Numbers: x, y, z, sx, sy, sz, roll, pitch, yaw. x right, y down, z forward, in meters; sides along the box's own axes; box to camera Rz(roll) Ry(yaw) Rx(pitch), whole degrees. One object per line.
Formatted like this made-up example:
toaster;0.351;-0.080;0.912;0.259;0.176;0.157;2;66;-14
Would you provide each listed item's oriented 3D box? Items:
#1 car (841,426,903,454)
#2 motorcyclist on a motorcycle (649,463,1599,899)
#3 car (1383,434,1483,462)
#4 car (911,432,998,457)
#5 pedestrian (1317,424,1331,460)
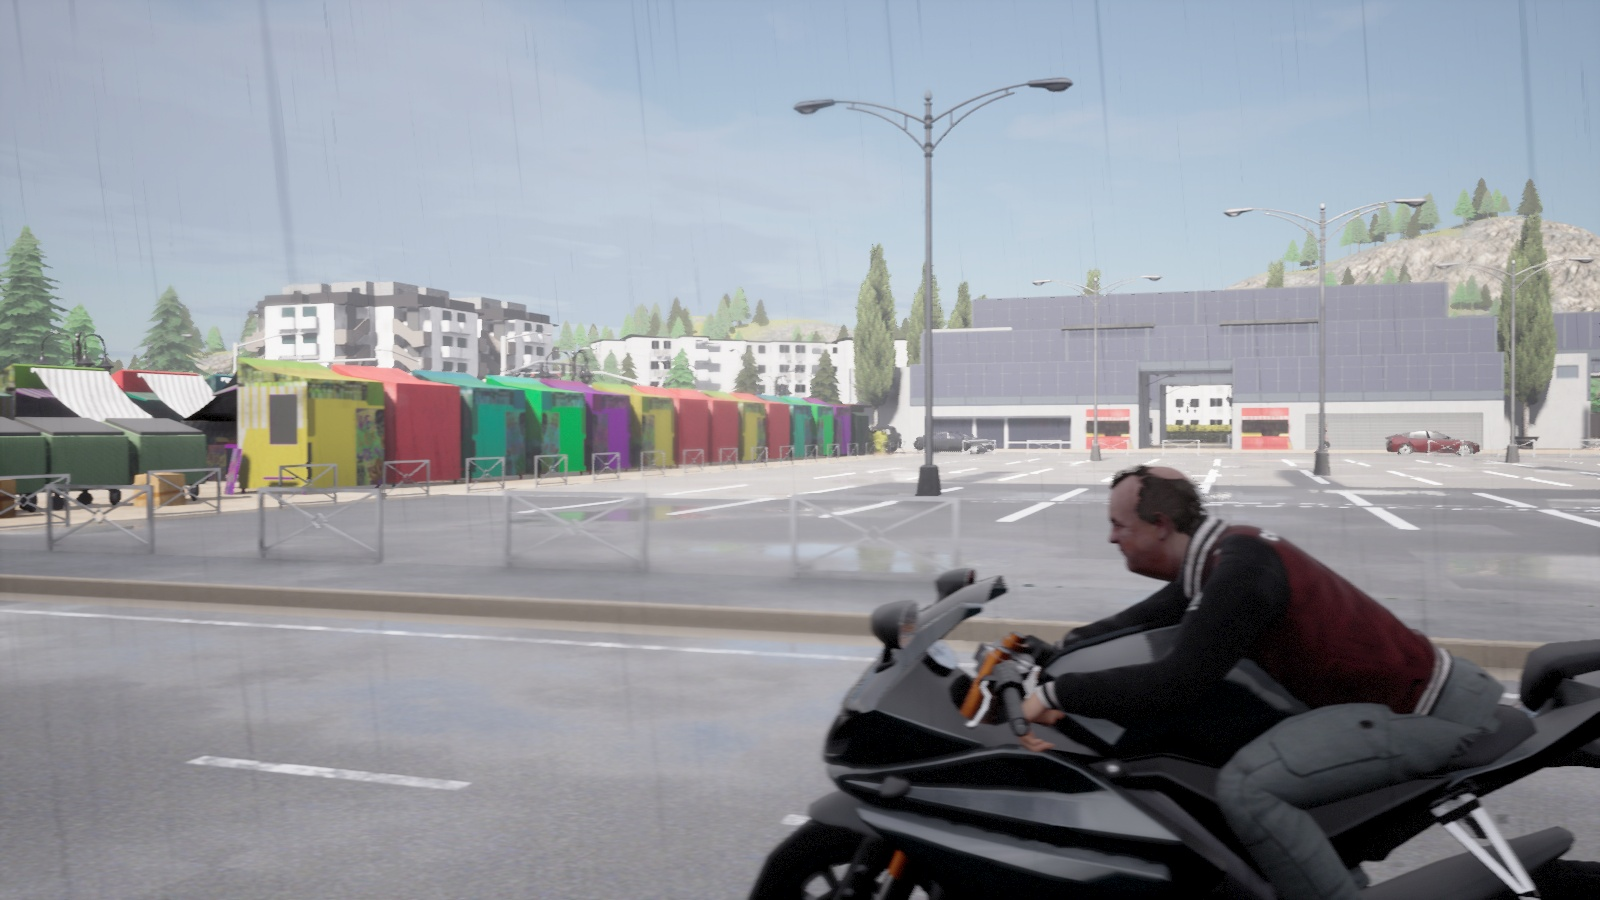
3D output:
car;4.942;-0.684;86.194;3.866;1.878;1.905;1;1;20
motorcyclist on a motorcycle;0.833;0.818;2.913;2.191;1.530;0.866;1;1;19
car;35.704;-0.121;70.991;4.792;1.488;2.163;1;1;20
car;9.498;-0.360;77.023;4.902;1.511;2.128;1;1;20
pedestrian;27.159;-0.399;65.078;0.636;1.846;0.331;1;1;20
